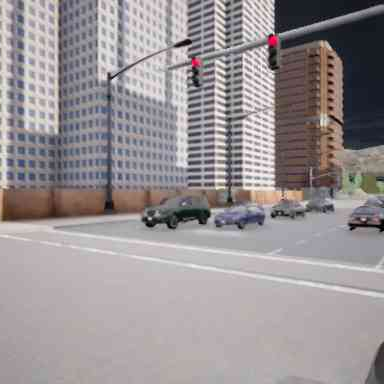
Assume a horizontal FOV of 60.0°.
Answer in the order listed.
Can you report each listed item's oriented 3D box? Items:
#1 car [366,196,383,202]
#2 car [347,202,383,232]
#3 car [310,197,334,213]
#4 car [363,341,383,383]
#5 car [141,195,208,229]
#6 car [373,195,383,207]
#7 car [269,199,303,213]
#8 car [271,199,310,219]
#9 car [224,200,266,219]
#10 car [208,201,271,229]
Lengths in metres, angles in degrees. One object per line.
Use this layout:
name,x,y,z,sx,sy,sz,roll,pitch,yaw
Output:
car,24.434,1.573,44.750,1.994,1.385,4.181,0,0,36
car,10.885,1.552,20.250,2.033,1.411,5.357,0,0,37
car,14.186,1.367,36.924,2.097,1.767,4.553,0,0,36
car,3.645,1.544,1.392,5.357,1.411,2.033,0,0,35
car,-0.907,1.242,22.134,2.150,2.045,5.566,0,0,36
car,30.267,1.361,52.768,2.097,1.767,4.553,0,0,36
car,10.948,1.568,38.433,2.033,1.411,5.357,0,0,36
car,8.371,1.579,28.948,1.994,1.385,4.181,0,0,36
car,4.837,1.546,30.030,1.812,1.442,4.674,0,0,36
car,3.234,1.541,21.854,1.812,1.442,4.674,0,0,36
